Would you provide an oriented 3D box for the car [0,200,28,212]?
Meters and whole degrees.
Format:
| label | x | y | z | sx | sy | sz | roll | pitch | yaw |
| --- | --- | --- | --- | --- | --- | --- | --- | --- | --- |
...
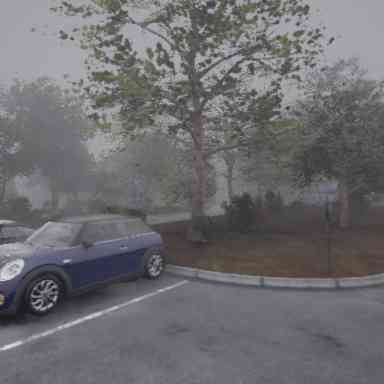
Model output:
| label | x | y | z | sx | sy | sz | roll | pitch | yaw |
| --- | --- | --- | --- | --- | --- | --- | --- | --- | --- |
| car | -30.262 | 2.370 | 55.699 | 2.097 | 1.767 | 4.553 | -3 | -2 | 35 |

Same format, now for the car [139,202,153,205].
| label | x | y | z | sx | sy | sz | roll | pitch | yaw |
| --- | --- | --- | --- | --- | --- | --- | --- | --- | --- |
| car | -10.260 | 2.202 | 66.538 | 4.718 | 1.301 | 1.895 | -2 | -1 | 27 |

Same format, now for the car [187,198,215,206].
| label | x | y | z | sx | sy | sz | roll | pitch | yaw |
| --- | --- | --- | --- | --- | --- | --- | --- | --- | --- |
| car | 1.491 | 1.345 | 58.747 | 5.566 | 2.045 | 2.150 | -2 | -1 | 36 |

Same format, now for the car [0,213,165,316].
| label | x | y | z | sx | sy | sz | roll | pitch | yaw |
| --- | --- | --- | --- | --- | --- | --- | --- | --- | --- |
| car | -2.695 | 1.361 | 7.767 | 2.185 | 1.767 | 4.553 | 0 | 0 | 35 |

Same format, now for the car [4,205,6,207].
| label | x | y | z | sx | sy | sz | roll | pitch | yaw |
| --- | --- | --- | --- | --- | --- | --- | --- | --- | --- |
| car | -11.554 | 1.592 | 16.144 | 4.892 | 1.490 | 1.837 | 1 | 0 | -40 |
